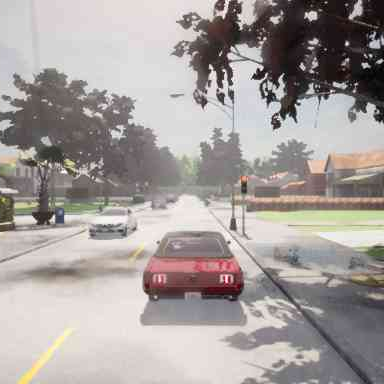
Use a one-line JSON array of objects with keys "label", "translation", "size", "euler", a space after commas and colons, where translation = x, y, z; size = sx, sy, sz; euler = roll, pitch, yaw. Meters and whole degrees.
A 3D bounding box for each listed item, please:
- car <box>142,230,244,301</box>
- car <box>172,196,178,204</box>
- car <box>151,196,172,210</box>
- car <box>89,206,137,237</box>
[{"label": "car", "translation": [0.042, 1.601, 8.252], "size": [1.895, 1.301, 4.718], "euler": [0, 0, 1]}, {"label": "car", "translation": [-4.138, 1.601, 61.282], "size": [1.895, 1.301, 4.718], "euler": [0, 0, 0]}, {"label": "car", "translation": [-4.148, 1.492, 42.574], "size": [2.128, 1.511, 4.902], "euler": [0, 0, 0]}, {"label": "car", "translation": [-4.120, 1.525, 18.019], "size": [1.812, 1.442, 4.674], "euler": [0, 0, 0]}]
